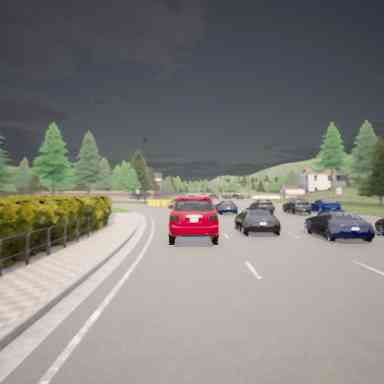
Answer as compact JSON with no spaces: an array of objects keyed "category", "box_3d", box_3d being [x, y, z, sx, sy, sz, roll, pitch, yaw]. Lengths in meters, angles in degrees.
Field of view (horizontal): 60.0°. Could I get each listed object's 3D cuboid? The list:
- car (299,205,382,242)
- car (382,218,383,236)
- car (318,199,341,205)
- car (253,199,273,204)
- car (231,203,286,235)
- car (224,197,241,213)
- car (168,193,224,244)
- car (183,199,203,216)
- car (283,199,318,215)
[{"category":"car","box_3d":[7.092,1.556,16.424,1.994,1.385,4.181,0,0,0]},{"category":"car","box_3d":[10.580,1.518,15.564,1.812,1.442,4.674,0,0,0]},{"category":"car","box_3d":[14.084,1.461,35.370,1.882,1.535,5.008,0,0,0]},{"category":"car","box_3d":[7.084,1.475,33.789,2.128,1.511,4.902,0,0,0]},{"category":"car","box_3d":[3.591,1.555,18.755,1.994,1.385,4.181,0,0,0]},{"category":"car","box_3d":[3.585,1.548,34.506,1.994,1.385,4.181,0,0,0]},{"category":"car","box_3d":[0.033,1.214,15.938,2.150,2.045,5.566,0,0,-1]},{"category":"car","box_3d":[0.085,1.489,33.864,1.837,1.490,4.892,0,0,0]},{"category":"car","box_3d":[10.584,1.475,33.792,2.128,1.511,4.902,0,0,0]}]
